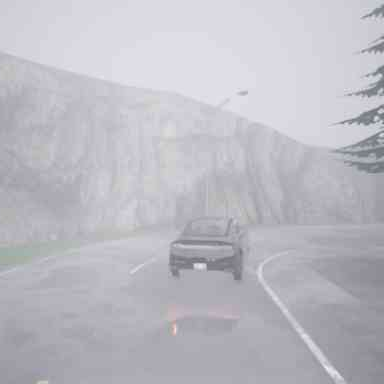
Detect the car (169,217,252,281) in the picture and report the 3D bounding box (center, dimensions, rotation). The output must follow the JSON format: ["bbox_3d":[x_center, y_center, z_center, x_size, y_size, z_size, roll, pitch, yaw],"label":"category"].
[{"bbox_3d":[0.698,1.486,9.966,2.128,1.511,4.902,0,0,12],"label":"car"}]
